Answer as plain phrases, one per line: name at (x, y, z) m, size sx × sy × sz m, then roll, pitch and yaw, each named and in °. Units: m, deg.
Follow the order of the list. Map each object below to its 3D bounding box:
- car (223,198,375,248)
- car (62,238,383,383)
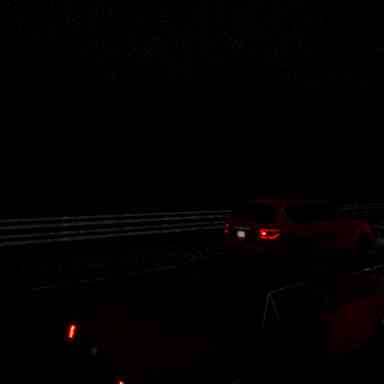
car at (3.508, 1.222, 10.531) m, size 5.566 × 2.045 × 2.150 m, roll 0°, pitch 0°, yaw -36°
car at (0.945, 1.587, 4.418) m, size 4.718 × 1.301 × 1.895 m, roll 1°, pitch 0°, yaw -35°
